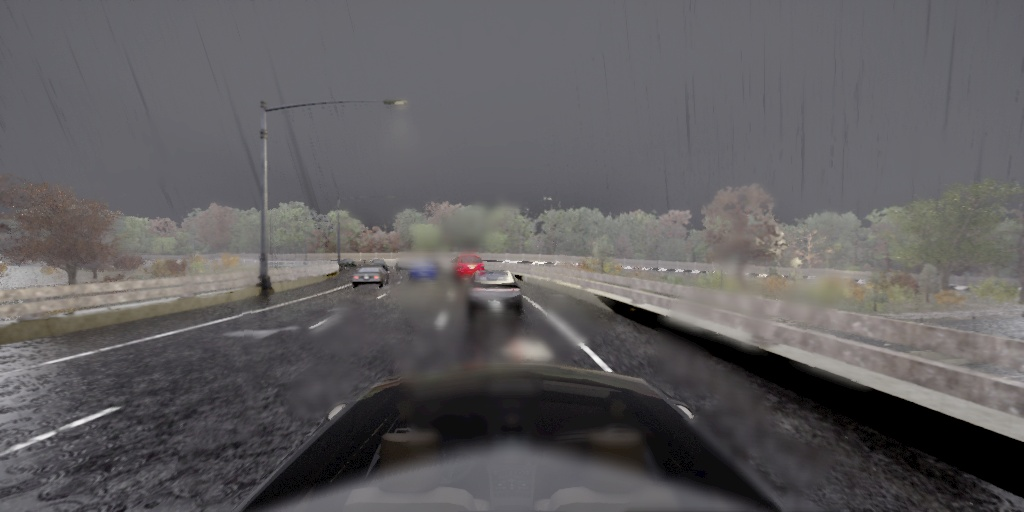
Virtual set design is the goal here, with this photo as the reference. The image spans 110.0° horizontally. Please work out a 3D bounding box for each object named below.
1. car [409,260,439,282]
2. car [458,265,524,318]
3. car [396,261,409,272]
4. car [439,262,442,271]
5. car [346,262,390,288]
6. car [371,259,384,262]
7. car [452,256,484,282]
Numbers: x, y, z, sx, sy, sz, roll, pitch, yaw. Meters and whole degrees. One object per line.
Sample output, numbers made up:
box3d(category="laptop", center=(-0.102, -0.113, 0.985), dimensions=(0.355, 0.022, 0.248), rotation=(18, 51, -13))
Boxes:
box3d(category="car", center=(-7.354, 1.270, 29.778), dimensions=(1.882, 1.535, 5.008), rotation=(0, 0, -15))
box3d(category="car", center=(-0.725, 1.247, 13.117), dimensions=(2.128, 1.511, 4.902), rotation=(0, 0, -6))
box3d(category="car", center=(-14.849, 1.400, 49.640), dimensions=(1.994, 1.385, 4.181), rotation=(0, 0, -26))
box3d(category="car", center=(-11.230, 1.321, 50.250), dimensions=(1.837, 1.490, 4.892), rotation=(0, 0, -26))
box3d(category="car", center=(-9.445, 1.351, 24.274), dimensions=(2.033, 1.411, 5.357), rotation=(0, 0, -13))
box3d(category="car", center=(-18.273, 1.207, 48.680), dimensions=(2.097, 1.767, 4.553), rotation=(0, 0, -26))
box3d(category="car", center=(-3.674, 0.993, 29.783), dimensions=(2.150, 2.045, 5.566), rotation=(0, 0, -15))
